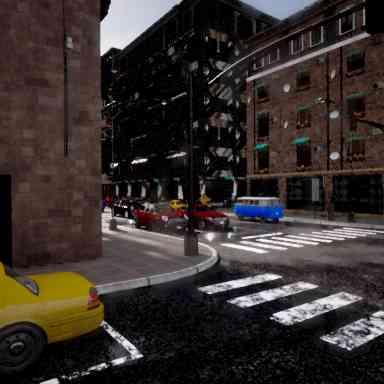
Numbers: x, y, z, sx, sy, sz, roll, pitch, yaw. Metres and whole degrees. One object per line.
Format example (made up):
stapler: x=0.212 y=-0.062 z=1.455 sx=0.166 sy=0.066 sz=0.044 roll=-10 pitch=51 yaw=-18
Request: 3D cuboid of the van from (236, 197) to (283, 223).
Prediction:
van: x=4.904 y=1.280 z=24.931 sx=1.690 sy=1.788 sz=3.998 roll=0 pitch=0 yaw=-36

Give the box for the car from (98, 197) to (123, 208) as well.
car: x=-11.748 y=1.463 z=47.822 sx=1.887 sy=1.381 sz=4.507 roll=-1 pitch=0 yaw=-36

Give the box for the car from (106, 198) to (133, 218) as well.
car: x=-5.630 y=1.473 z=29.566 sx=1.837 sy=1.490 sz=4.892 roll=-1 pitch=0 yaw=-36

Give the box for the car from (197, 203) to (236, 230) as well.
car: x=0.416 y=1.508 z=21.261 sx=1.812 sy=1.442 sz=4.674 roll=-1 pitch=0 yaw=-34

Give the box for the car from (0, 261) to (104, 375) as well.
car: x=-3.574 y=1.525 z=4.015 sx=4.829 sy=1.417 sz=1.752 roll=0 pitch=0 yaw=-36

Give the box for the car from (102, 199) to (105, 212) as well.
car: x=-11.903 y=1.182 z=38.205 sx=2.150 sy=2.045 sz=5.566 roll=-1 pitch=0 yaw=-36

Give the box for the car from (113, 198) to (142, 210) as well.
car: x=-8.417 y=1.463 z=43.244 sx=1.887 sy=1.381 sz=4.507 roll=-1 pitch=0 yaw=-36

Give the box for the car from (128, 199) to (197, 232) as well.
car: x=-1.883 y=1.441 z=20.016 sx=1.967 sy=1.590 sz=4.097 roll=0 pitch=0 yaw=-36
